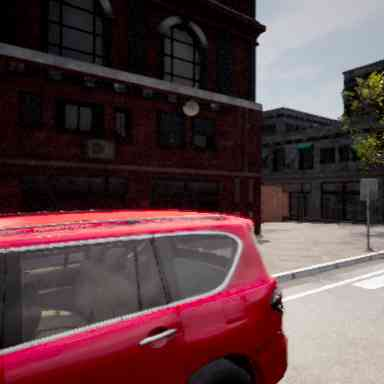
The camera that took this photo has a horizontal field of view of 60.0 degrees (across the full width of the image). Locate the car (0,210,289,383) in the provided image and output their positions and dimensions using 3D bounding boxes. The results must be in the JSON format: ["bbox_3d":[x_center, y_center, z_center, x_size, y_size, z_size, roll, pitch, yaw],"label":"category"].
[{"bbox_3d":[-1.653,1.221,2.504,5.566,2.045,2.150,0,0,-36],"label":"car"}]
